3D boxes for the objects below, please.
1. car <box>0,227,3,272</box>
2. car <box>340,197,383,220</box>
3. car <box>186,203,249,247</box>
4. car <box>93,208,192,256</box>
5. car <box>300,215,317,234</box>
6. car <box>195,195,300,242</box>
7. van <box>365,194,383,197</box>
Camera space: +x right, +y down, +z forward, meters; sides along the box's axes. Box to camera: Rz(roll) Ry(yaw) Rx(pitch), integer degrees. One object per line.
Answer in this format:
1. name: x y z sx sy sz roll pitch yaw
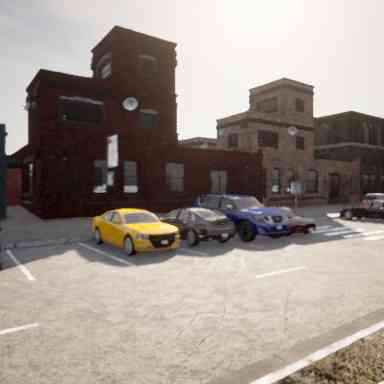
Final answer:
1. car: -7.010 1.461 10.075 2.097 1.535 5.008 0 0 -35
2. car: 13.473 1.357 24.638 2.231 1.521 4.892 0 0 -35
3. car: -0.112 1.430 14.964 2.231 1.521 4.892 0 0 -35
4. car: -2.383 1.439 13.361 2.097 1.535 5.008 0 0 -35
5. car: 4.430 1.435 18.170 2.163 1.488 4.792 0 0 -35
6. car: 2.164 1.166 16.557 2.435 2.045 5.566 0 0 -35
7. van: 15.665 1.117 26.350 1.878 1.987 4.442 0 0 -35
